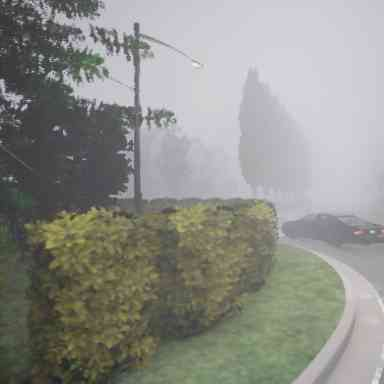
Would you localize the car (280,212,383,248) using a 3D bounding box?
[{"bbox_3d":[6.319,1.651,15.520,2.033,1.411,5.357,0,-1,-19],"label":"car"}]
